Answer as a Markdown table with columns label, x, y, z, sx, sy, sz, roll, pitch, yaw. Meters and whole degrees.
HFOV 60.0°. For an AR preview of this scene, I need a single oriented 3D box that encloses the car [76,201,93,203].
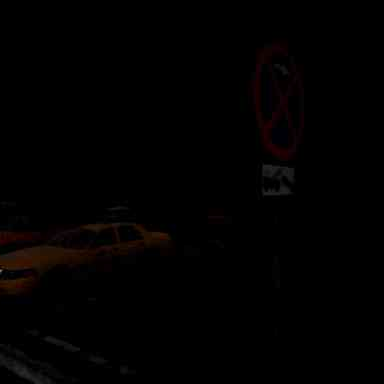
| label | x | y | z | sx | sy | sz | roll | pitch | yaw |
| --- | --- | --- | --- | --- | --- | --- | --- | --- | --- |
| car | -6.489 | 1.732 | 26.732 | 2.231 | 1.521 | 4.892 | -2 | -1 | 35 |

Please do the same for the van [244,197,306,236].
| label | x | y | z | sx | sy | sz | roll | pitch | yaw |
| --- | --- | --- | --- | --- | --- | --- | --- | --- | --- |
| van | 4.921 | 1.287 | 18.688 | 1.878 | 1.987 | 4.442 | -1 | 0 | 35 |

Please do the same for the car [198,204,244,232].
| label | x | y | z | sx | sy | sz | roll | pitch | yaw |
| --- | --- | --- | --- | --- | --- | --- | --- | --- | --- |
| car | 2.800 | 1.539 | 20.528 | 1.946 | 1.575 | 5.366 | -1 | 0 | 35 |

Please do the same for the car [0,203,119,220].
| label | x | y | z | sx | sy | sz | roll | pitch | yaw |
| --- | --- | --- | --- | --- | --- | --- | --- | --- | --- |
| car | -4.921 | 1.423 | 10.767 | 2.185 | 1.767 | 4.553 | -1 | 0 | 35 |

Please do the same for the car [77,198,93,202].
| label | x | y | z | sx | sy | sz | roll | pitch | yaw |
| --- | --- | --- | --- | --- | --- | --- | --- | --- | --- |
| car | -8.705 | 1.542 | 28.230 | 2.435 | 2.045 | 5.566 | -2 | -1 | 35 |

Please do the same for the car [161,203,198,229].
| label | x | y | z | sx | sy | sz | roll | pitch | yaw |
| --- | --- | --- | --- | --- | --- | --- | --- | --- | --- |
| car | 0.615 | 1.573 | 22.047 | 1.946 | 1.575 | 5.366 | -1 | -1 | 35 |

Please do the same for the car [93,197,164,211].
| label | x | y | z | sx | sy | sz | roll | pitch | yaw |
| --- | --- | --- | --- | --- | --- | --- | --- | --- | --- |
| car | -4.206 | 1.418 | 25.135 | 2.435 | 2.045 | 5.566 | -2 | -1 | 35 |

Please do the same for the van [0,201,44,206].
| label | x | y | z | sx | sy | sz | roll | pitch | yaw |
| --- | --- | --- | --- | --- | --- | --- | --- | --- | --- |
| van | -7.368 | 1.366 | 12.570 | 1.878 | 1.987 | 4.442 | -1 | -1 | 35 |

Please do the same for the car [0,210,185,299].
| label | x | y | z | sx | sy | sz | roll | pitch | yaw |
| --- | --- | --- | --- | --- | --- | --- | --- | --- | --- |
| car | -2.647 | 1.515 | 8.924 | 1.946 | 1.575 | 5.366 | -1 | 0 | 35 |
